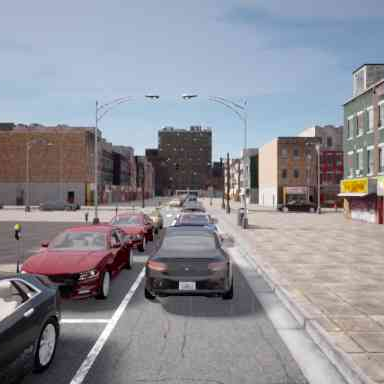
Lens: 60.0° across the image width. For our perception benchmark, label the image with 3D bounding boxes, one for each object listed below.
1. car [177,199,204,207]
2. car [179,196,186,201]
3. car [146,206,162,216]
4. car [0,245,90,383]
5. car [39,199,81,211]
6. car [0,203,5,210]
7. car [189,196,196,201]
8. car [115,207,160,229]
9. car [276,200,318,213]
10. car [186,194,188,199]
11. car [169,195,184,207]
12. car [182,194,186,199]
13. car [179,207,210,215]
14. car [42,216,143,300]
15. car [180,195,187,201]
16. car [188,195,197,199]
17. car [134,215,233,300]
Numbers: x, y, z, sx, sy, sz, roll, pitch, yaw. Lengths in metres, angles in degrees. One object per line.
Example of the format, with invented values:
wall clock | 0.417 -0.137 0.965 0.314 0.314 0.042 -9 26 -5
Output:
car | 0.157 1.530 25.967 1.837 1.490 4.892 0 0 2
car | -2.476 1.757 89.490 1.887 1.381 4.507 0 0 0
car | -2.600 1.540 19.255 1.752 1.417 4.829 0 0 0
car | -2.628 1.552 2.942 2.008 1.369 4.403 0 0 0
car | -14.473 1.505 36.536 4.181 1.385 1.994 0 0 0
car | -23.224 1.383 36.508 4.892 1.490 1.837 0 0 0
car | 0.164 1.817 92.089 1.895 1.301 4.718 0 0 0
car | -2.609 1.553 13.931 1.887 1.381 4.507 0 0 0
car | 12.521 1.685 39.575 5.008 1.535 1.882 1 0 0
car | -2.496 1.695 78.431 1.752 1.417 4.829 0 0 0
car | -2.544 1.606 51.212 1.752 1.417 4.829 0 0 0
car | -2.533 1.411 56.826 2.192 1.841 5.009 0 0 0
car | 0.122 1.611 15.666 1.895 1.301 4.718 0 0 0
car | -2.619 1.548 8.436 1.887 1.381 4.507 0 0 0
car | -2.466 1.672 94.935 1.967 1.590 4.097 0 0 0
car | 0.146 1.539 81.908 2.097 1.767 4.553 0 0 0
car | -0.041 1.529 8.302 1.812 1.442 4.674 0 0 1
